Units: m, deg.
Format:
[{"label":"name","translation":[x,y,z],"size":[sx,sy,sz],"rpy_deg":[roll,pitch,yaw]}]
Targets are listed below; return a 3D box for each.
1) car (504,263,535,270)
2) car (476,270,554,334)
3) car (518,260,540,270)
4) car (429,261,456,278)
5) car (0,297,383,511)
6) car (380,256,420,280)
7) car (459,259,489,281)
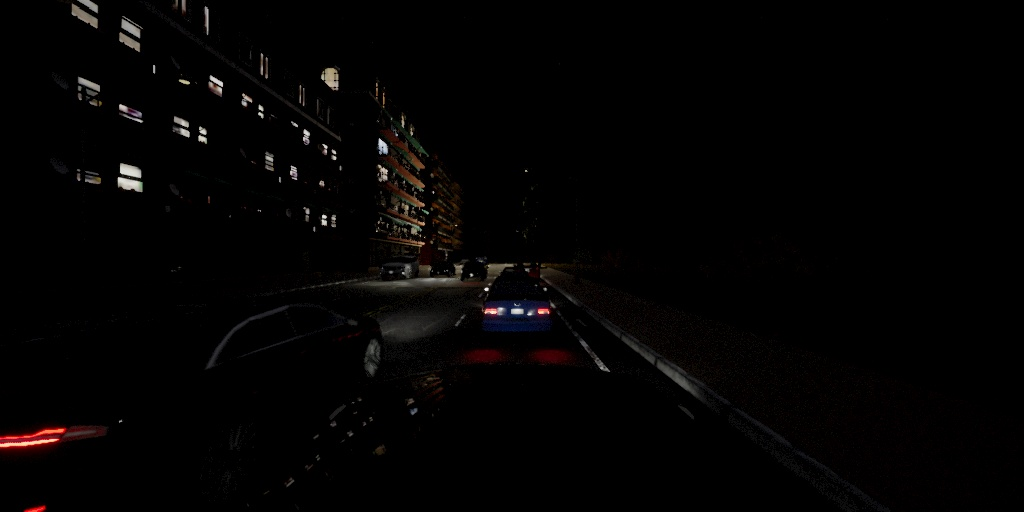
[{"label":"car","translation":[0.128,1.317,20.946],"size":[1.994,1.385,4.181],"rpy_deg":[0,0,1]},{"label":"car","translation":[0.117,1.299,10.613],"size":[2.033,1.411,5.357],"rpy_deg":[0,0,0]},{"label":"car","translation":[1.188,1.105,29.880],"size":[2.097,1.767,4.553],"rpy_deg":[0,0,0]},{"label":"car","translation":[-6.543,1.258,34.251],"size":[1.837,1.490,4.892],"rpy_deg":[0,0,0]},{"label":"car","translation":[-3.148,1.241,4.288],"size":[2.128,1.511,4.902],"rpy_deg":[0,0,0]},{"label":"car","translation":[-9.797,0.975,31.803],"size":[2.150,2.045,5.566],"rpy_deg":[0,0,0]},{"label":"car","translation":[-3.099,1.254,29.920],"size":[1.837,1.490,4.892],"rpy_deg":[0,-1,0]}]
